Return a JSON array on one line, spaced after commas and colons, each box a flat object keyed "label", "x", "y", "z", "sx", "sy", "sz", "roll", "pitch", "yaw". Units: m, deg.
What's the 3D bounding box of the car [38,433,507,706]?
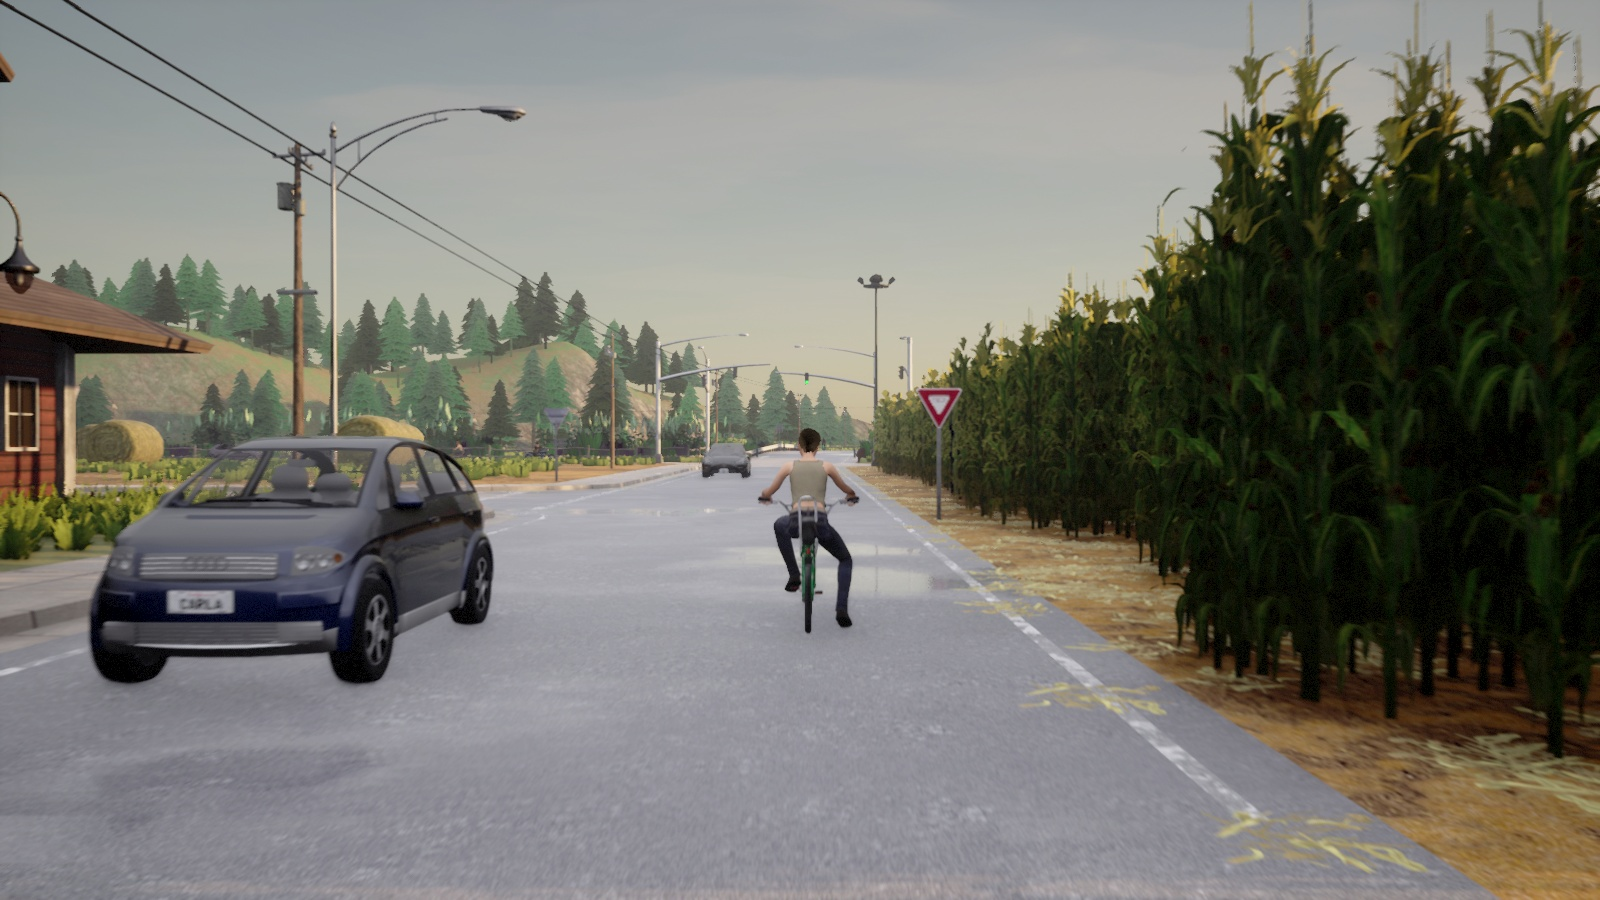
[{"label": "car", "x": -3.434, "y": 0.672, "z": 8.994, "sx": 1.789, "sy": 1.549, "sz": 3.705, "roll": 0, "pitch": 0, "yaw": 0}]

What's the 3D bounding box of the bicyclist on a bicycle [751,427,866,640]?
[{"label": "bicyclist on a bicycle", "x": 0.070, "y": 0.626, "z": 10.231, "sx": 0.866, "sy": 1.612, "sz": 1.509, "roll": 0, "pitch": 0, "yaw": 1}]

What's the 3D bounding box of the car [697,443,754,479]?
[{"label": "car", "x": -3.174, "y": 0.437, "z": 54.643, "sx": 2.163, "sy": 1.488, "sz": 4.792, "roll": 0, "pitch": 0, "yaw": 0}]

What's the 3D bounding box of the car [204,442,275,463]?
[{"label": "car", "x": -39.791, "y": 0.192, "z": 89.175, "sx": 4.193, "sy": 1.474, "sz": 1.816, "roll": 0, "pitch": 0, "yaw": 3}]
